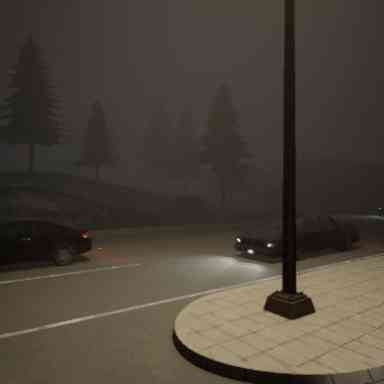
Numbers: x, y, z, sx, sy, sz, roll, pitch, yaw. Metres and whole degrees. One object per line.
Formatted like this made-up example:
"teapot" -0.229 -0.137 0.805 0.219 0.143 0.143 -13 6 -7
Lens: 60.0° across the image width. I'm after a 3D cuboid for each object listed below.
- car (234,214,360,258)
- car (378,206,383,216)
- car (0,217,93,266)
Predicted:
"car" 4.083 1.549 12.329 5.357 1.411 2.033 0 0 -35
"car" 19.617 1.540 31.668 4.674 1.442 1.812 0 0 -34
"car" -5.398 1.517 9.987 4.674 1.442 1.812 0 0 -35
